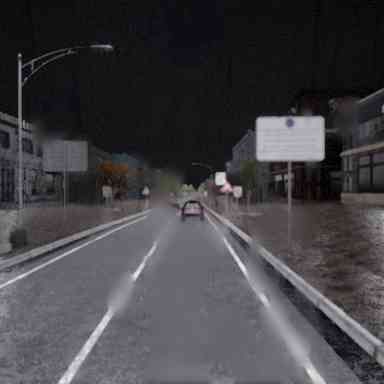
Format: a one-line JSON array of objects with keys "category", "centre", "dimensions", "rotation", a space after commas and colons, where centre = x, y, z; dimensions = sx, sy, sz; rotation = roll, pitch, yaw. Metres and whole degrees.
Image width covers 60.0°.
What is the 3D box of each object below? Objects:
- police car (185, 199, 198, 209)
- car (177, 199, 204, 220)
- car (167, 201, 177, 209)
[{"category": "police car", "centre": [-0.006, 1.975, 54.769], "dimensions": [2.038, 1.542, 4.974], "rotation": [0, -1, 0]}, {"category": "car", "centre": [0.061, 1.547, 29.322], "dimensions": [2.033, 1.649, 4.856], "rotation": [0, -1, 0]}, {"category": "car", "centre": [-3.078, 2.061, 54.020], "dimensions": [1.895, 1.301, 4.718], "rotation": [0, -1, 0]}]
